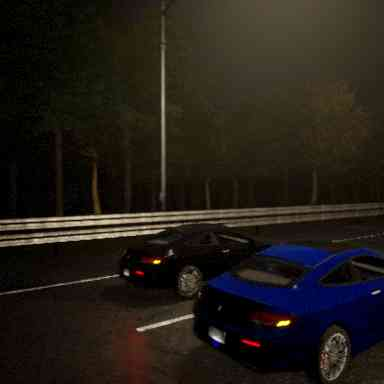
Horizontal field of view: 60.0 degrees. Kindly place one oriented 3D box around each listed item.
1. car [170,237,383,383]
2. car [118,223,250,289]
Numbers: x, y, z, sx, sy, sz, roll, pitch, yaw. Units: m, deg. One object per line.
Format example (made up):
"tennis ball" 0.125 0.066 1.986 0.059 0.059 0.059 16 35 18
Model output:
"car" 2.163 1.514 5.289 4.674 1.442 1.812 0 0 -35
"car" 0.478 1.513 8.388 4.674 1.442 1.812 0 0 -35
